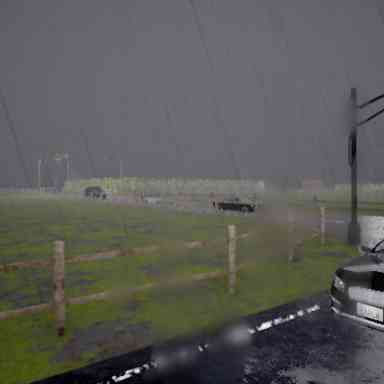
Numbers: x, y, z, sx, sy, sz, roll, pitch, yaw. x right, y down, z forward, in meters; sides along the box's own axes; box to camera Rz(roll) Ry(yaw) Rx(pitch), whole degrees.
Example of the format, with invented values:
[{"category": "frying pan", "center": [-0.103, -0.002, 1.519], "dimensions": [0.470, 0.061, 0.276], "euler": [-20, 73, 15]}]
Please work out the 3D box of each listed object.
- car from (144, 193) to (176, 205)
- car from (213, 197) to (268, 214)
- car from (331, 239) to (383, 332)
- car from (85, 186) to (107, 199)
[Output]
[{"category": "car", "center": [-3.787, 0.840, 37.933], "dimensions": [1.895, 1.301, 4.718], "euler": [0, 1, -35]}, {"category": "car", "center": [3.878, 1.080, 27.185], "dimensions": [1.895, 1.301, 4.718], "euler": [0, 1, -35]}, {"category": "car", "center": [4.539, 1.430, 6.187], "dimensions": [4.902, 1.511, 2.128], "euler": [-1, 0, -35]}, {"category": "car", "center": [-16.086, 0.070, 55.331], "dimensions": [2.150, 2.045, 5.566], "euler": [0, 1, -35]}]
